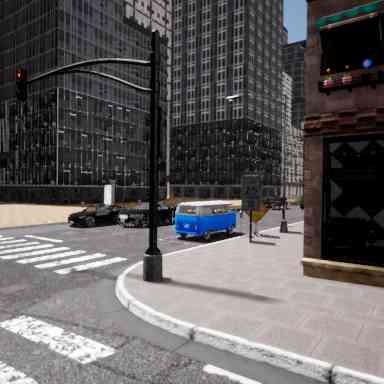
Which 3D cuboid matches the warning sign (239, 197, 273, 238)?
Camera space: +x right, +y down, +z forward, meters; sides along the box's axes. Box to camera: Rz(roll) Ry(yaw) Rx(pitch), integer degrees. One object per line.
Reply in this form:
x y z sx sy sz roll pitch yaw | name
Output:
3.106 1.177 16.135 1.300 1.860 1.060 1 1 35 | warning sign

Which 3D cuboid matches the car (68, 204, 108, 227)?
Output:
-6.005 1.467 21.893 1.947 1.339 4.313 1 1 35 | car

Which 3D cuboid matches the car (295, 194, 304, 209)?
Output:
15.416 1.159 42.100 2.150 2.045 5.566 1 1 36 | car

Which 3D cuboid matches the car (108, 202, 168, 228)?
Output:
-2.735 1.427 22.021 2.128 1.511 4.902 1 1 35 | car

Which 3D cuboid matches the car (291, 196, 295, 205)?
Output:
16.355 1.363 53.305 1.752 1.417 4.829 1 1 35 | car

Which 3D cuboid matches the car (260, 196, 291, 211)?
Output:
9.775 1.403 39.562 1.837 1.490 4.892 1 1 36 | car

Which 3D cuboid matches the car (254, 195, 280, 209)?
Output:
10.037 1.293 44.428 1.967 1.590 4.097 1 1 35 | car

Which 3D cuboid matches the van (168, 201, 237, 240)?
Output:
0.825 1.368 17.030 1.690 1.788 3.998 1 1 35 | van
